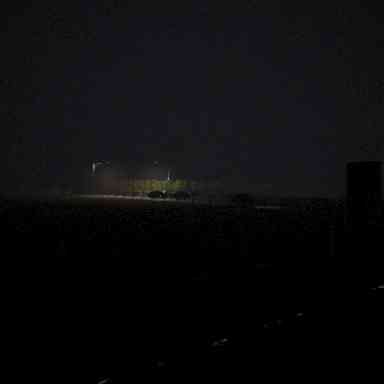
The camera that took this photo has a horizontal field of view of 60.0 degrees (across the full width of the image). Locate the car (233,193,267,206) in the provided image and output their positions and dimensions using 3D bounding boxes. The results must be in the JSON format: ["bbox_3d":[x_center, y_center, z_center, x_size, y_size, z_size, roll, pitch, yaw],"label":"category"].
[{"bbox_3d":[7.247,0.903,41.802,1.882,1.535,5.008,0,1,-35],"label":"car"}]

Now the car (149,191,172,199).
[{"bbox_3d":[-6.185,0.519,60.779,1.837,1.490,4.892,0,0,-35],"label":"car"}]

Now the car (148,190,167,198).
[{"bbox_3d":[-7.047,0.427,68.045,1.812,1.442,4.674,0,1,-35],"label":"car"}]

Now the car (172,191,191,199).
[{"bbox_3d":[-2.086,0.548,61.116,2.128,1.511,4.902,0,1,-35],"label":"car"}]
